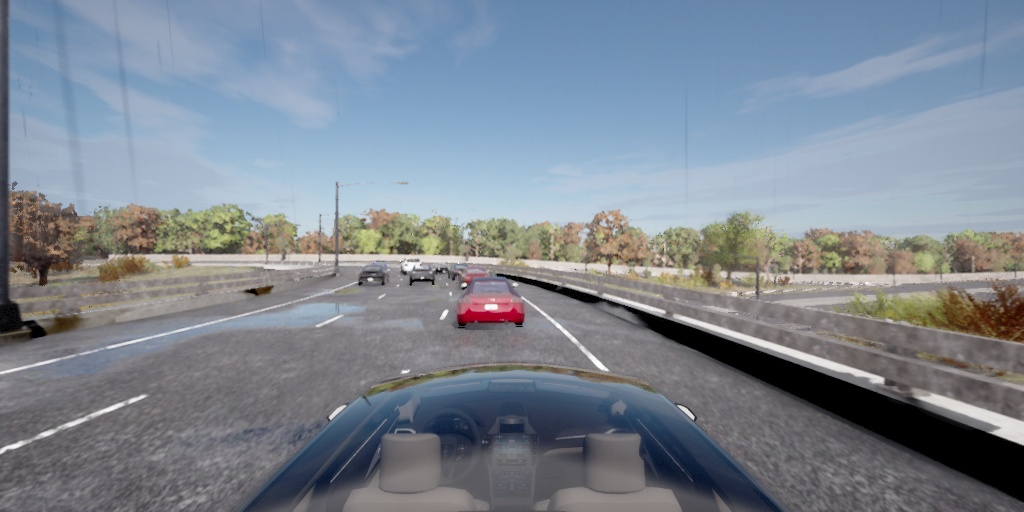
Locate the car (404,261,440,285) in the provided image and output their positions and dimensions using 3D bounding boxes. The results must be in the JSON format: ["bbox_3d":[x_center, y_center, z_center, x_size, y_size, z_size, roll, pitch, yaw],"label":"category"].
[{"bbox_3d":[-7.003,1.383,27.958,2.128,1.511,4.902,0,0,-14],"label":"car"}]

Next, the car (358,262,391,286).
[{"bbox_3d":[-10.465,1.399,27.358,1.837,1.490,4.892,0,0,-14],"label":"car"}]

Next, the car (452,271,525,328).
[{"bbox_3d":[-0.724,1.365,11.746,1.994,1.385,4.181,0,0,-5],"label":"car"}]

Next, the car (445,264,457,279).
[{"bbox_3d":[-4.787,1.438,33.046,1.812,1.442,4.674,0,0,-16],"label":"car"}]

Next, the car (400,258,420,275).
[{"bbox_3d":[-12.437,1.203,44.071,2.150,2.045,5.566,0,0,-23],"label":"car"}]

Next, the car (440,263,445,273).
[{"bbox_3d":[-8.911,1.577,44.641,1.895,1.301,4.718,0,0,-22],"label":"car"}]

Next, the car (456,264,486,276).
[{"bbox_3d":[-2.426,1.385,23.142,1.812,1.442,4.674,0,0,-11],"label":"car"}]
